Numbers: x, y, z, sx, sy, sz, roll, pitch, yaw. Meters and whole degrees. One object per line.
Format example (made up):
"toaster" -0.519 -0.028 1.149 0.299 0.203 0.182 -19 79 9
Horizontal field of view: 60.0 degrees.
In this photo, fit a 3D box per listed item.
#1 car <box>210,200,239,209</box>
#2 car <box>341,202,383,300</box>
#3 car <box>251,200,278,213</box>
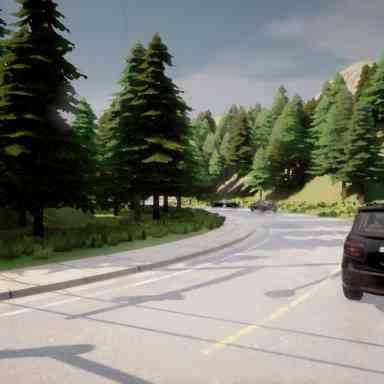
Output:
"car" 4.697 1.787 49.356 1.895 1.301 4.718 0 0 -33
"car" 5.057 1.245 7.784 2.150 2.045 5.566 0 0 35
"car" 8.599 1.683 39.800 1.812 1.442 4.674 0 0 -13
